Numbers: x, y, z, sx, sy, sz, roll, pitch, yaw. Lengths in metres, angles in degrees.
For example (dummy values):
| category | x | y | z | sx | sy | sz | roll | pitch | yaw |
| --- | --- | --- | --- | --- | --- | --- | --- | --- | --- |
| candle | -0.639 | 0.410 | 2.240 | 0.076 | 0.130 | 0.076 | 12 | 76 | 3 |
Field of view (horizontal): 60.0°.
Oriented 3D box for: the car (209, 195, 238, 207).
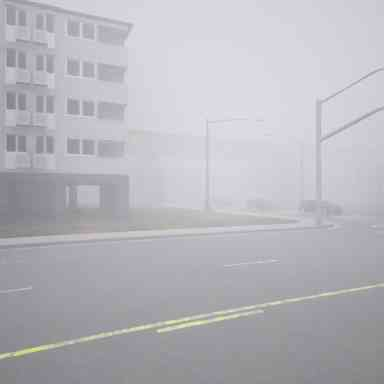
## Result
| category | x | y | z | sx | sy | sz | roll | pitch | yaw |
| --- | --- | --- | --- | --- | --- | --- | --- | --- | --- |
| car | 4.677 | 1.505 | 51.310 | 1.837 | 1.490 | 4.892 | 0 | 0 | -21 |

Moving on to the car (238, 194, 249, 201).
| category | x | y | z | sx | sy | sz | roll | pitch | yaw |
| --- | --- | --- | --- | --- | --- | --- | --- | --- | --- |
| car | 11.407 | 1.540 | 75.339 | 2.033 | 1.411 | 5.357 | 0 | 0 | 41 |

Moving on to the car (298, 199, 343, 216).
| category | x | y | z | sx | sy | sz | roll | pitch | yaw |
| --- | --- | --- | --- | --- | --- | --- | --- | --- | --- |
| car | 12.834 | 1.505 | 33.440 | 1.837 | 1.490 | 4.892 | 0 | 0 | -25 |

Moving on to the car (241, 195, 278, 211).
| category | x | y | z | sx | sy | sz | roll | pitch | yaw |
| --- | --- | --- | --- | --- | --- | --- | --- | --- | --- |
| car | 8.803 | 1.491 | 42.015 | 2.128 | 1.511 | 4.902 | 0 | 0 | -25 |

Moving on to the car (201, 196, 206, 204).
| category | x | y | z | sx | sy | sz | roll | pitch | yaw |
| --- | --- | --- | --- | --- | --- | --- | --- | --- | --- |
| car | 2.728 | 1.505 | 61.448 | 1.837 | 1.490 | 4.892 | 0 | 0 | 3 |
